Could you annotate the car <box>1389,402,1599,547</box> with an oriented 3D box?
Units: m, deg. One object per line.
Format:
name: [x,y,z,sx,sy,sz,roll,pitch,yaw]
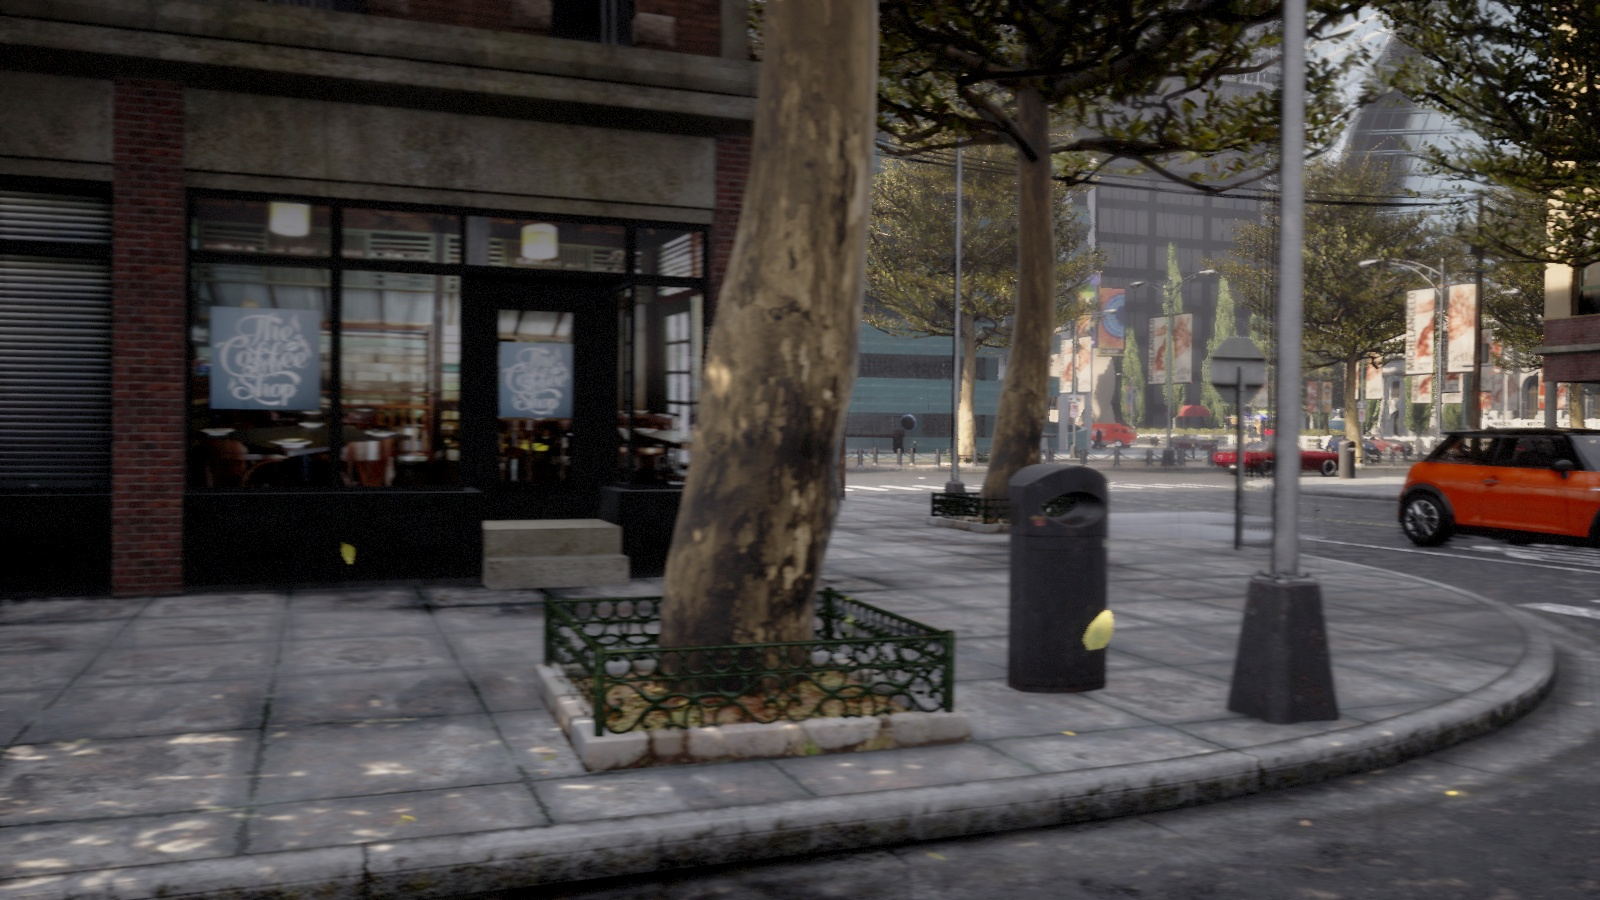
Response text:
car: [10.384,0.275,16.519,2.097,1.767,4.553,-1,1,-22]

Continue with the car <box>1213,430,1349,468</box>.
car: [18.004,-0.061,46.976,4.718,1.301,1.895,-1,1,-22]
